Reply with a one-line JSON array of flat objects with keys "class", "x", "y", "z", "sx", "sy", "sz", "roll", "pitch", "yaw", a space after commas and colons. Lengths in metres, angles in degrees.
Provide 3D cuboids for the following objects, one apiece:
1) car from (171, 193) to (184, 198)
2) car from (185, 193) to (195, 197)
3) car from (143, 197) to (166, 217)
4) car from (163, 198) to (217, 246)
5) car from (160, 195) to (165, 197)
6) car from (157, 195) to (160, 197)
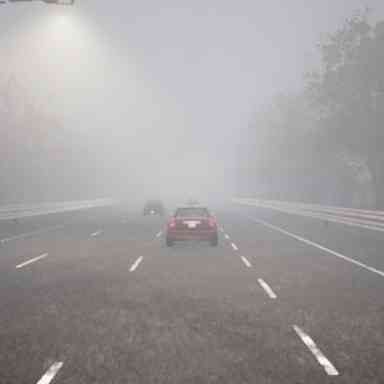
[{"class": "car", "x": -3.486, "y": 1.590, "z": 75.086, "sx": 2.128, "sy": 1.511, "sz": 4.902, "roll": 0, "pitch": 0, "yaw": 0}, {"class": "car", "x": 0.014, "y": 1.542, "z": 75.038, "sx": 1.882, "sy": 1.535, "sz": 5.008, "roll": 0, "pitch": 0, "yaw": 0}, {"class": "car", "x": -3.496, "y": 1.524, "z": 31.850, "sx": 1.837, "sy": 1.490, "sz": 4.892, "roll": 0, "pitch": 0, "yaw": 0}, {"class": "car", "x": 0.003, "y": 1.359, "z": 15.519, "sx": 2.097, "sy": 1.767, "sz": 4.553, "roll": 0, "pitch": 0, "yaw": 0}, {"class": "car", "x": -6.987, "y": 1.420, "z": 75.076, "sx": 2.097, "sy": 1.767, "sz": 4.553, "roll": 0, "pitch": 0, "yaw": 0}, {"class": "car", "x": -6.992, "y": 1.565, "z": 57.114, "sx": 1.812, "sy": 1.442, "sz": 4.674, "roll": 0, "pitch": 0, "yaw": 0}]
